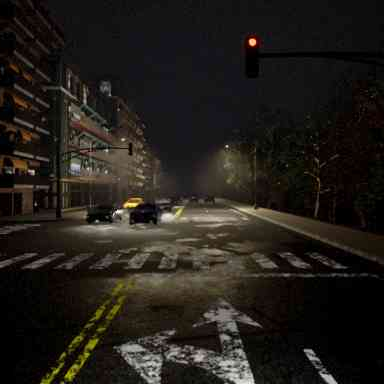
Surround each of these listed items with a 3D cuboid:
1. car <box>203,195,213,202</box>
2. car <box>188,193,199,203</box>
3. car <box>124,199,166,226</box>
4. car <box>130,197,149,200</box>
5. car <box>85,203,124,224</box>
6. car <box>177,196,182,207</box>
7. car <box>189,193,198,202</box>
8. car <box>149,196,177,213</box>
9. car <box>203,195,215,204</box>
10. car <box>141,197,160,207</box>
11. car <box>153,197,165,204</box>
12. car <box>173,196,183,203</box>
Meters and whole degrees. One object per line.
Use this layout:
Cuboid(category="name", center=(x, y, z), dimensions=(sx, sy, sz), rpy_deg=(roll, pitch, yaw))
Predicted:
Cuboid(category="car", center=(3.576, 1.498, 76.485), dimensions=(2.033, 1.411, 5.357), rpy_deg=(0, 0, 0))
Cuboid(category="car", center=(0.384, 1.512, 66.486), dimensions=(2.128, 1.511, 4.902), rpy_deg=(0, 0, 0))
Cuboid(category="car", center=(-3.254, 1.514, 23.965), dimensions=(1.882, 1.535, 5.008), rpy_deg=(0, 0, 0))
Cuboid(category="car", center=(-6.422, 1.483, 37.897), dimensions=(1.882, 1.535, 5.008), rpy_deg=(0, 0, 0))
Cuboid(category="car", center=(-6.491, 1.589, 25.431), dimensions=(2.033, 1.411, 5.357), rpy_deg=(0, 0, 0))
Cuboid(category="car", center=(-3.054, 1.519, 53.040), dimensions=(1.837, 1.490, 4.892), rpy_deg=(0, -1, 1))
Cuboid(category="car", center=(0.327, 1.253, 76.576), dimensions=(2.150, 2.045, 5.566), rpy_deg=(0, 0, 0))
Cuboid(category="car", center=(-3.178, 1.496, 37.212), dimensions=(2.128, 1.511, 4.902), rpy_deg=(0, 0, 0))
Cuboid(category="car", center=(3.532, 1.525, 66.065), dimensions=(1.837, 1.490, 4.892), rpy_deg=(0, 0, 0))
Cuboid(category="car", center=(-6.322, 1.502, 51.140), dimensions=(2.128, 1.511, 4.902), rpy_deg=(0, 0, 1))
Cuboid(category="car", center=(-6.246, 1.619, 63.446), dimensions=(1.895, 1.301, 4.718), rpy_deg=(0, 0, 1))
Cuboid(category="car", center=(-2.957, 1.532, 69.337), dimensions=(1.837, 1.490, 4.892), rpy_deg=(0, 0, 0))
